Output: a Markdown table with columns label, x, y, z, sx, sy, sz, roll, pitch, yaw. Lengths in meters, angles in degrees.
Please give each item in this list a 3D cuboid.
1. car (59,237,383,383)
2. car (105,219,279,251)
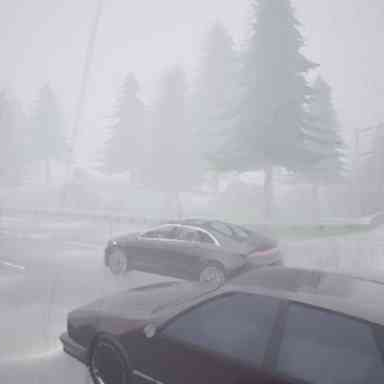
| label | x | y | z | sx | sy | sz | roll | pitch | yaw |
| --- | --- | --- | --- | --- | --- | --- | --- | --- | --- |
| car | 0.968 | 1.537 | 3.302 | 5.357 | 1.411 | 2.033 | 1 | 0 | 35 |
| car | -0.189 | 1.441 | 8.426 | 4.902 | 1.511 | 2.128 | 1 | 0 | 35 |
